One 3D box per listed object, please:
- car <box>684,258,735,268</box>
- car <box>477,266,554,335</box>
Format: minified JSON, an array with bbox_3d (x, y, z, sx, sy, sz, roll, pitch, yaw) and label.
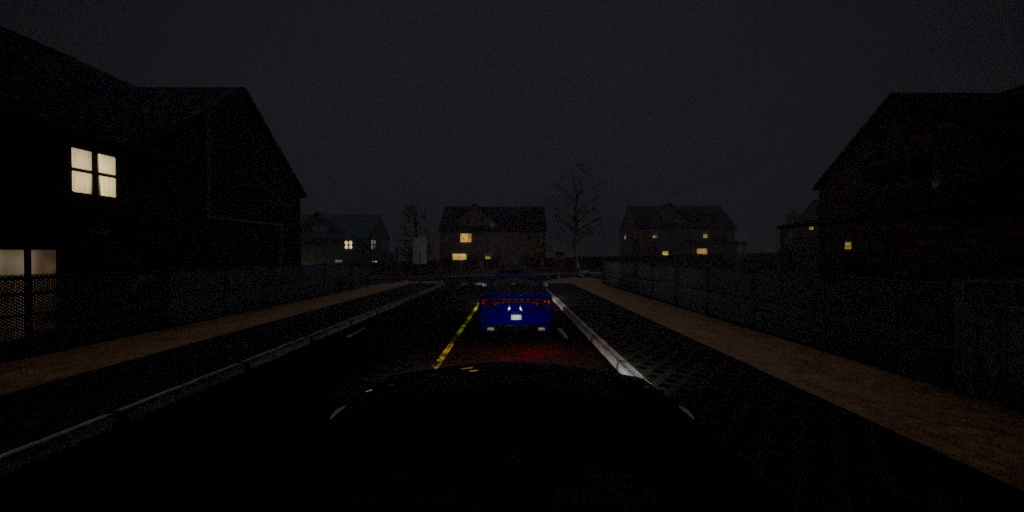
[{"bbox_3d":[18.005,0.887,33.506,4.718,1.301,1.895,-1,1,0],"label":"car"},{"bbox_3d":[0.096,1.230,10.562,1.882,1.535,5.008,0,0,0],"label":"car"}]
